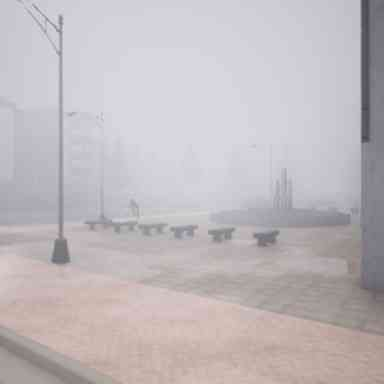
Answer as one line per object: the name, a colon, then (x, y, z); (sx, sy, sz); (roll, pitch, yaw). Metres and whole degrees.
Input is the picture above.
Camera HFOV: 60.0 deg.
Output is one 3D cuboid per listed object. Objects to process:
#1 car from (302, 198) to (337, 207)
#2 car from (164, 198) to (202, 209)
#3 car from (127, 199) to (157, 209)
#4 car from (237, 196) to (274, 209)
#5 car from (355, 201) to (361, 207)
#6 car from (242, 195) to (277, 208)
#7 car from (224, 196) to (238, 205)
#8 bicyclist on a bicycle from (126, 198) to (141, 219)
car: (19.417, 1.627, 50.613); (4.718, 1.301, 1.895); (0, 0, -7)
car: (-1.233, 1.605, 46.480); (5.357, 1.411, 2.033); (0, 0, -34)
car: (-6.925, 1.631, 46.395); (4.181, 1.385, 1.994); (0, 0, -39)
car: (8.880, 1.543, 43.971); (4.892, 1.490, 1.837); (-1, 0, -24)
car: (26.041, 1.611, 47.408); (4.718, 1.301, 1.895); (0, 0, 1)
car: (9.736, 1.392, 48.065); (4.553, 1.767, 2.097); (0, 0, -22)
car: (7.485, 1.382, 55.029); (4.674, 1.442, 1.812); (0, 0, -20)
bicyclist on a bicycle: (-4.751, 1.341, 26.769); (1.656, 1.620, 0.582); (0, 0, 33)
